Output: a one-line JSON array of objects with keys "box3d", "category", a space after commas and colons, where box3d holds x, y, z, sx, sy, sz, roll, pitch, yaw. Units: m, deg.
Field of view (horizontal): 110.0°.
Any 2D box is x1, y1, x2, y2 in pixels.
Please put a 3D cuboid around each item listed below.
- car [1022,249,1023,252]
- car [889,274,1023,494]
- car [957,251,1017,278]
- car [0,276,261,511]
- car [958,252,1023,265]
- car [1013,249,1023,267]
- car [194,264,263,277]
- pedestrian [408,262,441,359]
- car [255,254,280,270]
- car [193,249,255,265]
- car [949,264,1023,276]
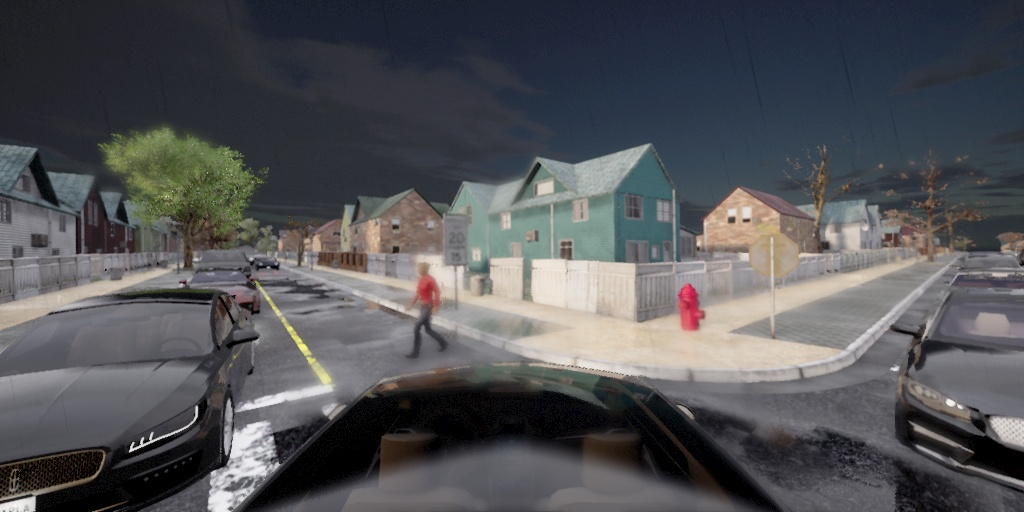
[{"box3d": [36.813, 0.039, 24.315, 5.566, 2.045, 2.150, -2, 0, -38], "category": "car"}, {"box3d": [5.738, 1.162, 3.901, 4.902, 1.511, 2.128, -2, 1, -38], "category": "car"}, {"box3d": [29.900, 0.473, 22.653, 4.902, 1.511, 2.128, -1, 0, -38], "category": "car"}, {"box3d": [-4.241, 1.208, 4.169, 1.837, 1.490, 4.892, -1, 1, -32], "category": "car"}, {"box3d": [21.029, 0.731, 15.787, 4.892, 1.490, 1.837, -2, 1, -38], "category": "car"}, {"box3d": [45.244, 0.143, 30.980, 5.357, 1.411, 2.033, -1, 0, -38], "category": "car"}, {"box3d": [-9.511, 1.137, 11.685, 1.994, 1.385, 4.181, -1, 1, -38], "category": "car"}, {"box3d": [-1.651, 0.959, 6.763, 0.375, 1.860, 0.375, 1, -1, -38], "category": "pedestrian"}, {"box3d": [-24.452, 0.769, 35.753, 1.895, 1.301, 4.718, -1, 1, -38], "category": "car"}, {"box3d": [-15.166, 0.668, 18.976, 2.150, 2.045, 5.566, -1, 1, -38], "category": "car"}, {"box3d": [13.066, 1.055, 9.602, 4.718, 1.301, 1.895, -2, 1, -38], "category": "car"}]
